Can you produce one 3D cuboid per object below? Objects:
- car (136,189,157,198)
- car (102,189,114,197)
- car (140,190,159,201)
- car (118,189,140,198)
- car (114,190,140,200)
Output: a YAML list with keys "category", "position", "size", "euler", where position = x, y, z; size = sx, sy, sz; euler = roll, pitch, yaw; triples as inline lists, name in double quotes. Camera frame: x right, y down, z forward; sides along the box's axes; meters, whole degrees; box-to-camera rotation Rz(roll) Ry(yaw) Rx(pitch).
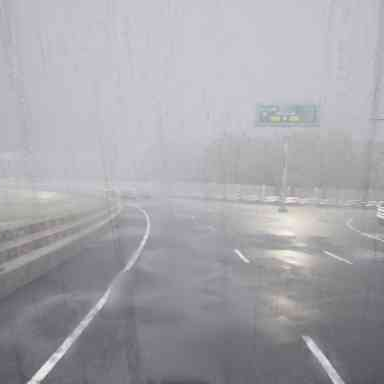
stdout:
- category: "car"
  position: [-8.700, 0.315, 63.163]
  size: [2.128, 1.511, 4.902]
  euler: [2, 1, -34]
- category: "car"
  position: [-14.671, 0.179, 59.511]
  size: [1.994, 1.385, 4.181]
  euler: [2, 1, -34]
- category: "car"
  position: [-6.769, 0.538, 52.192]
  size: [2.128, 1.511, 4.902]
  euler: [2, 1, -28]
- category: "car"
  position: [-11.687, 0.270, 61.337]
  size: [2.033, 1.411, 5.357]
  euler: [2, 1, -34]
- category: "car"
  position: [-9.974, 0.491, 50.786]
  size: [1.994, 1.385, 4.181]
  euler: [2, 1, -28]
